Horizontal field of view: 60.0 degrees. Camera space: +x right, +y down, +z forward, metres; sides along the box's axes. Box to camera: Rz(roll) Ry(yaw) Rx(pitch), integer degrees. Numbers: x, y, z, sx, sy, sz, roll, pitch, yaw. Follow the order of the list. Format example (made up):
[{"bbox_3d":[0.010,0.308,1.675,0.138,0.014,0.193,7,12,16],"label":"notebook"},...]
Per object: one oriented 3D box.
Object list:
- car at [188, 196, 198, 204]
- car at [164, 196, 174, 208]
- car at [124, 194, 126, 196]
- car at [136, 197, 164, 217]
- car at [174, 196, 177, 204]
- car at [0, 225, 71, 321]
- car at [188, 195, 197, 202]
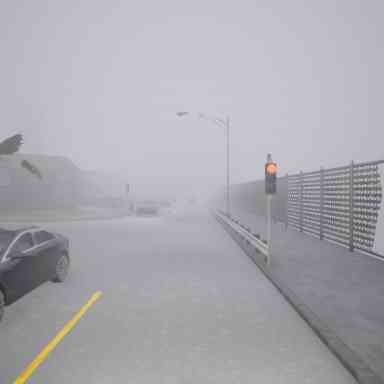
[{"bbox_3d":[0.115,1.547,64.806,2.033,1.411,5.357,0,0,0],"label":"car"},{"bbox_3d":[-4.085,1.477,48.523,1.882,1.535,5.008,0,0,0],"label":"car"},{"bbox_3d":[-17.260,1.134,78.260,3.633,1.501,1.845,0,0,0],"label":"car"},{"bbox_3d":[-4.115,1.478,31.804,1.882,1.535,5.008,0,0,0],"label":"car"},{"bbox_3d":[-4.030,1.506,64.252,1.837,1.490,4.892,0,0,1],"label":"car"},{"bbox_3d":[-4.095,1.491,6.847,2.128,1.511,4.902,0,0,0],"label":"car"},{"bbox_3d":[0.017,1.540,78.674,2.033,1.411,5.357,0,0,0],"label":"car"}]
